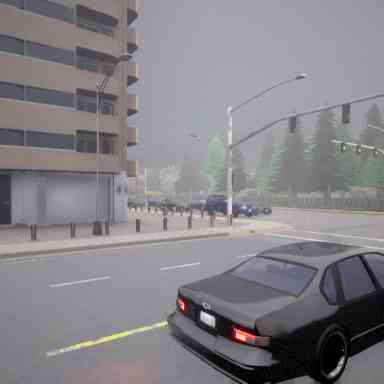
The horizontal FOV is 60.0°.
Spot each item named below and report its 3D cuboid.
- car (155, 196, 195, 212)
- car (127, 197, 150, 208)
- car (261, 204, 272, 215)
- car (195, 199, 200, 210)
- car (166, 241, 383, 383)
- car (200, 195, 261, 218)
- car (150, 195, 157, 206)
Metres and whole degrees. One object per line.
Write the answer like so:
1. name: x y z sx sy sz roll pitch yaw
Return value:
1. car: -2.089 1.560 39.408 1.837 1.490 4.892 0 0 -36
2. car: -8.354 1.561 48.119 1.837 1.490 4.892 0 0 -36
3. car: 6.127 1.619 33.990 1.994 1.385 4.181 0 0 -36
4. car: 1.094 1.581 40.992 1.812 1.442 4.674 0 0 -36
5. car: 2.238 1.547 5.377 5.357 1.411 2.033 0 0 -35
6. car: 3.506 1.277 31.639 2.150 2.045 5.566 0 0 -36
7. car: -4.853 1.407 49.248 2.097 1.767 4.553 0 0 -36
